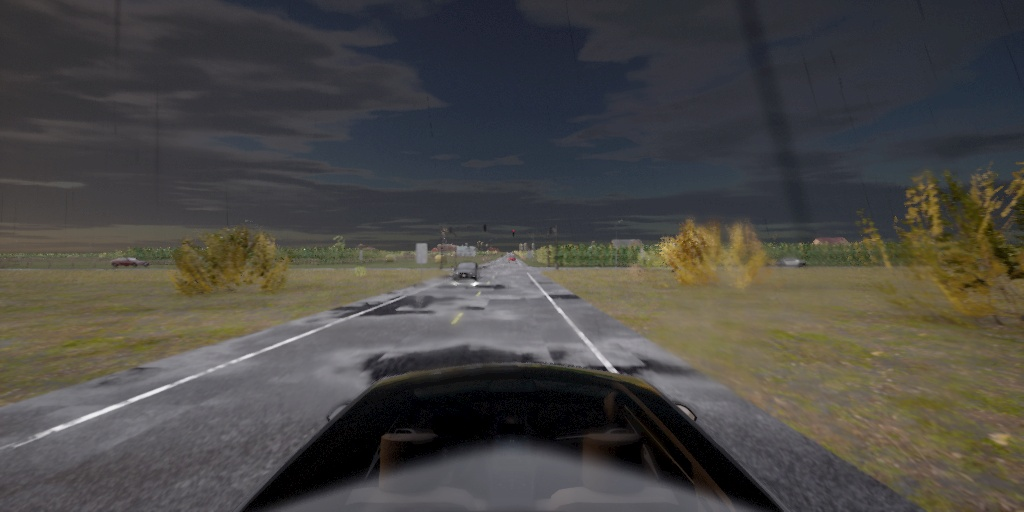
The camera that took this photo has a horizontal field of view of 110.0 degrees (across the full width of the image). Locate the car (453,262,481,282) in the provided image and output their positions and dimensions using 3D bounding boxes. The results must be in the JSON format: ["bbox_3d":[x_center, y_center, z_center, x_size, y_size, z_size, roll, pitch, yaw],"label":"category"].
[{"bbox_3d":[-3.575,1.237,29.103,1.837,1.490,4.892,0,-1,0],"label":"car"}]
